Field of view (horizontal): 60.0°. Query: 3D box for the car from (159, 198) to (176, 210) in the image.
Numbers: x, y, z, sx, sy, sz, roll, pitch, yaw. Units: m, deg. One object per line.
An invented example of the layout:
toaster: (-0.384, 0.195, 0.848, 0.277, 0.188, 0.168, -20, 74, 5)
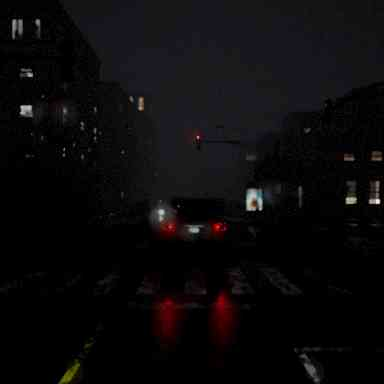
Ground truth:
car: (-3.086, 1.500, 42.639, 1.895, 1.301, 4.718, 0, 0, 0)

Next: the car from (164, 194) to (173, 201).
car: (-5.689, 1.287, 80.287, 1.967, 1.590, 4.097, 0, 0, 0)

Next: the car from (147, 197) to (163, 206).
car: (-5.690, 1.435, 51.805, 2.008, 1.369, 4.403, 0, 0, 0)

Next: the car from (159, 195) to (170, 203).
car: (-5.689, 1.385, 68.725, 1.752, 1.417, 4.829, 0, 0, 0)

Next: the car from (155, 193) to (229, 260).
car: (0.084, 1.208, 12.460, 2.150, 2.045, 5.566, 0, 0, 0)

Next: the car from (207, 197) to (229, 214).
car: (2.688, 1.354, 34.726, 1.967, 1.590, 4.097, 0, 0, 0)

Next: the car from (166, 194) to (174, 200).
car: (-5.687, 1.367, 85.814, 1.752, 1.417, 4.829, -1, 0, 0)

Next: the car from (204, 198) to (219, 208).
car: (2.690, 1.476, 46.120, 1.802, 1.307, 4.206, 0, 0, 0)

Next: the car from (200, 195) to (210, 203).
car: (2.692, 1.410, 68.906, 2.008, 1.369, 4.403, -1, 0, 0)

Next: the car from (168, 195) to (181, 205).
car: (-3.042, 1.350, 58.877, 1.882, 1.535, 5.008, 0, 0, 1)

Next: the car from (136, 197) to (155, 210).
car: (-5.691, 1.454, 40.412, 2.008, 1.369, 4.403, 0, 0, 0)

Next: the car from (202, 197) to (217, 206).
car: (2.690, 1.435, 51.817, 2.008, 1.369, 4.403, 0, 0, 0)
